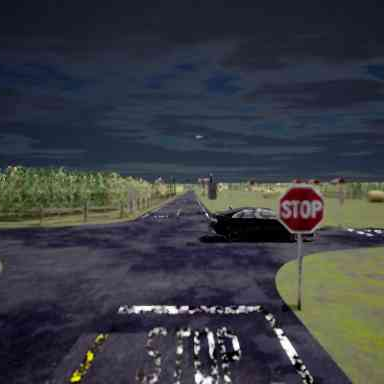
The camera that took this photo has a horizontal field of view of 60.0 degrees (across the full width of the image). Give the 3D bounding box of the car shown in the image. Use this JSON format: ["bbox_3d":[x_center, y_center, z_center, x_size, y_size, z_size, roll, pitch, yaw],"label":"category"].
[{"bbox_3d":[3.209,1.454,15.414,4.902,1.511,2.128,0,1,-1],"label":"car"}]
